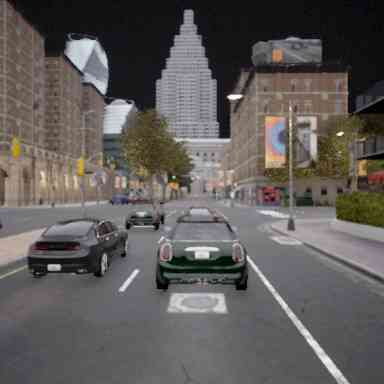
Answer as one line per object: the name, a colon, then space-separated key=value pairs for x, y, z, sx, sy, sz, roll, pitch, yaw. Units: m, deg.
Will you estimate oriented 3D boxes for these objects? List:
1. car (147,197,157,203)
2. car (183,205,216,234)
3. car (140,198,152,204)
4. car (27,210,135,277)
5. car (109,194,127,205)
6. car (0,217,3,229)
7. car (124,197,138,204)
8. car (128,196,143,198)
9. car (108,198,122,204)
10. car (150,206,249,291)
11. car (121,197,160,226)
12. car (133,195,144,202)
car: x=-10.034 y=1.906 z=83.460 sx=1.994 sy=1.385 sz=4.181 roll=0 pitch=0 yaw=1
car: x=0.459 y=1.615 z=20.725 sx=1.812 sy=1.442 sz=4.674 roll=0 pitch=0 yaw=1
car: x=-10.211 y=1.906 z=73.561 sx=1.895 sy=1.301 sz=4.718 roll=0 pitch=0 yaw=1
car: x=-3.240 y=1.549 z=10.347 sx=1.837 sy=1.490 sz=4.892 roll=0 pitch=0 yaw=1
car: x=-13.875 y=1.491 z=64.396 sx=2.150 sy=2.045 sz=5.566 roll=0 pitch=0 yaw=1
car: x=-11.247 y=1.611 z=15.767 sx=2.033 sy=1.411 sz=5.357 roll=0 pitch=0 yaw=2
car: x=-13.695 y=1.853 z=74.511 sx=2.033 sy=1.411 sz=5.357 roll=0 pitch=0 yaw=1
car: x=-10.385 y=1.747 z=63.867 sx=1.882 sy=1.535 sz=5.008 roll=0 pitch=0 yaw=1
car: x=-16.965 y=1.902 z=73.365 sx=1.895 sy=1.301 sz=4.718 roll=0 pitch=0 yaw=1
car: x=0.254 y=1.392 z=9.336 sx=2.097 sy=1.767 sz=4.553 roll=0 pitch=0 yaw=1
car: x=-3.023 y=1.446 z=22.301 sx=2.097 sy=1.767 sz=4.553 roll=0 pitch=0 yaw=1
car: x=-13.516 y=1.711 z=84.502 sx=2.097 sy=1.767 sz=4.553 roll=0 pitch=0 yaw=1
